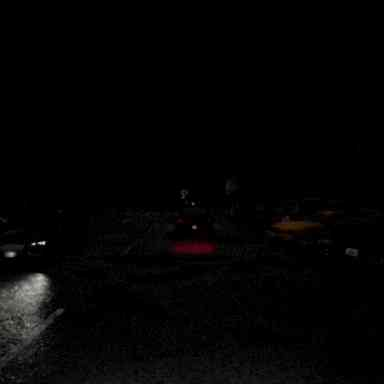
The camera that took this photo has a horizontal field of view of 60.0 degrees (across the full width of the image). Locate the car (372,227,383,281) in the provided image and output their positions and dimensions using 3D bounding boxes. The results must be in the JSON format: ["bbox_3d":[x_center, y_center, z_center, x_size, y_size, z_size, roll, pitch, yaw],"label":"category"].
[{"bbox_3d":[6.000,1.486,5.817,5.008,1.535,2.097,1,0,-20],"label":"car"}]

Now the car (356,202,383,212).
[{"bbox_3d":[31.439,2.602,57.861,1.946,1.575,5.366,2,-1,-21],"label":"car"}]

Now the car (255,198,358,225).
[{"bbox_3d":[6.041,1.358,17.653,4.553,1.767,2.185,1,0,-20],"label":"car"}]

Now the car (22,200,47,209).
[{"bbox_3d":[-10.970,1.358,18.896,4.553,1.767,2.185,-1,0,-20],"label":"car"}]

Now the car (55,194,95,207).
[{"bbox_3d":[-10.958,1.230,27.953,5.566,2.045,2.435,-1,0,-20],"label":"car"}]

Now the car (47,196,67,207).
[{"bbox_3d":[-10.908,1.357,21.934,4.553,1.767,2.185,-1,0,-20],"label":"car"}]

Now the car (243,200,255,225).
[{"bbox_3d":[6.016,1.484,20.604,4.892,1.521,2.231,1,0,-20],"label":"car"}]

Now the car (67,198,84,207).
[{"bbox_3d":[-10.942,1.483,24.949,4.892,1.521,2.231,-1,0,-20],"label":"car"}]

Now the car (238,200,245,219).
[{"bbox_3d":[6.012,1.522,23.562,4.674,1.452,2.002,1,0,-20],"label":"car"}]

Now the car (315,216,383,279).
[{"bbox_3d":[6.029,1.515,8.784,4.792,1.488,2.163,1,0,-20],"label":"car"}]

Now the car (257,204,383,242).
[{"bbox_3d":[5.837,1.479,14.616,5.366,1.575,1.946,1,0,-20],"label":"car"}]

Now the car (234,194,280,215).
[{"bbox_3d":[6.040,1.231,26.538,5.566,2.045,2.435,1,0,-20],"label":"car"}]

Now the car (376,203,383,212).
[{"bbox_3d":[34.914,2.737,57.707,2.163,1.488,4.792,2,-1,-21],"label":"car"}]

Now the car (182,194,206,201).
[{"bbox_3d":[0.187,1.220,34.317,2.150,2.045,5.566,0,0,2],"label":"car"}]

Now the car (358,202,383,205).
[{"bbox_3d":[22.483,2.287,39.275,1.946,1.575,5.366,2,1,-21],"label":"car"}]

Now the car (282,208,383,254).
[{"bbox_3d":[6.008,1.486,11.733,4.892,1.521,2.231,1,0,-20],"label":"car"}]

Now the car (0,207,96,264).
[{"bbox_3d":[-5.091,1.489,11.801,2.128,1.511,4.902,0,0,0],"label":"car"}]

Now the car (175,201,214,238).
[{"bbox_3d":[0.110,1.474,17.843,1.882,1.535,5.008,0,0,0],"label":"car"}]

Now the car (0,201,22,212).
[{"bbox_3d":[-10.965,1.359,15.869,4.553,1.767,2.185,-1,0,-20],"label":"car"}]
